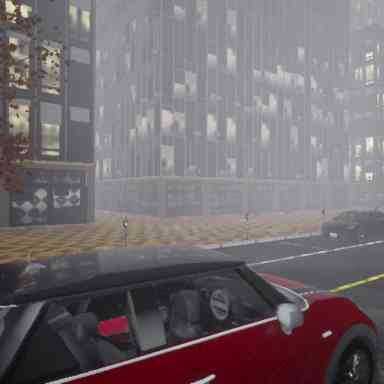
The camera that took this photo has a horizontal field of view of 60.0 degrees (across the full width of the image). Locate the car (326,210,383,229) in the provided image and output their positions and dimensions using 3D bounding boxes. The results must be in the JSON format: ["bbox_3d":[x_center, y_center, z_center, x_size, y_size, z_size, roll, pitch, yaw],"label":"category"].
[{"bbox_3d":[8.140,1.563,16.226,4.313,1.339,1.947,0,0,-36],"label":"car"}]

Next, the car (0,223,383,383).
[{"bbox_3d":[-0.090,1.351,3.370,4.553,1.767,2.097,0,0,-35],"label":"car"}]
